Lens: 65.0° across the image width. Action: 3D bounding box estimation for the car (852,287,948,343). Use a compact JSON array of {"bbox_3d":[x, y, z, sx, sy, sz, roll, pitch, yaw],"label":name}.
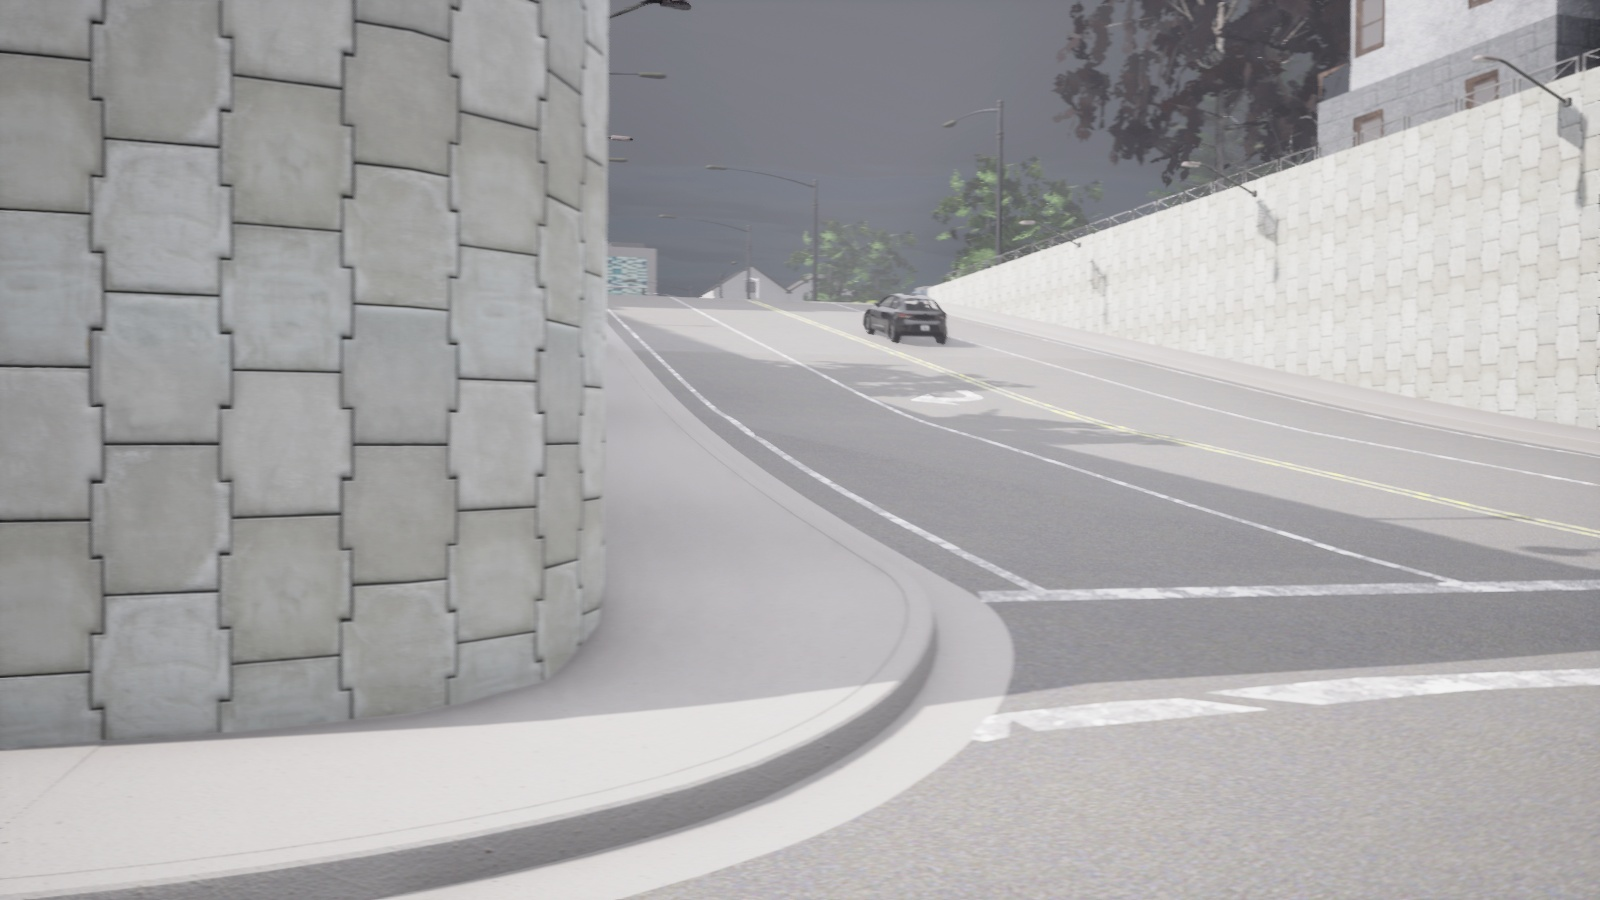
[{"bbox_3d":[3.147,-4.392,40.502,1.816,1.474,4.193,-1,10,-13],"label":"car"}]
